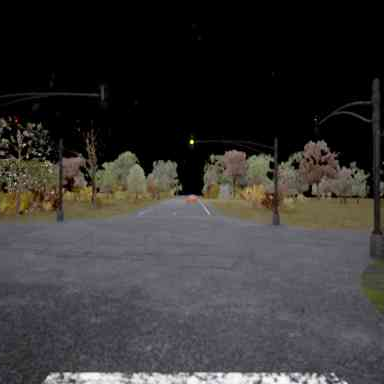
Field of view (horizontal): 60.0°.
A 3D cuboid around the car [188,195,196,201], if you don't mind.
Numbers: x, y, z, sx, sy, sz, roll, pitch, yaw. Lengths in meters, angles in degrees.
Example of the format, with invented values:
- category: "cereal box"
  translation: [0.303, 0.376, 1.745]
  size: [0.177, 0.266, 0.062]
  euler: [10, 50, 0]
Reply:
- category: "car"
  translation: [0.049, 1.334, 78.445]
  size: [1.812, 1.442, 4.674]
  euler: [0, 0, 0]

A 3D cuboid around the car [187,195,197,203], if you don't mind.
- category: "car"
  translation: [0.043, 1.323, 68.410]
  size: [2.097, 1.767, 4.553]
  euler: [0, 0, 0]
